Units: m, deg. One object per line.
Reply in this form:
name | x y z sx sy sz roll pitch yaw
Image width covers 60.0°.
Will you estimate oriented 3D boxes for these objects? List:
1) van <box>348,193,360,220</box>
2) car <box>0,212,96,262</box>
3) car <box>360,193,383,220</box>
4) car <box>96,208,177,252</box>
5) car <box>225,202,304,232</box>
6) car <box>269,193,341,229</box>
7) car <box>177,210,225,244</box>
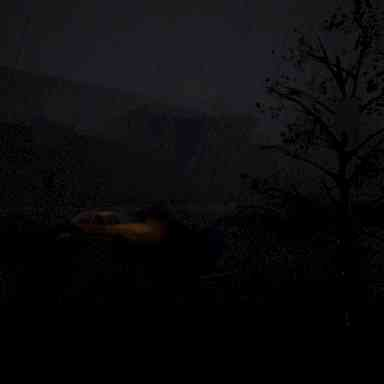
van | 8.623 1.164 22.615 4.442 1.987 1.878 -1 -1 35
car | -6.087 1.525 12.300 4.792 1.488 2.163 -1 -1 35
car | 10.979 1.113 24.396 5.566 2.045 2.435 -1 -1 35
car | -3.472 1.482 13.919 5.366 1.575 1.946 -1 -1 35
car | 3.667 1.481 19.210 4.674 1.452 2.002 -1 0 35
car | 6.066 1.168 20.959 5.566 2.045 2.435 -1 0 35
car | -1.171 1.506 15.735 4.792 1.488 2.163 -1 -1 35
